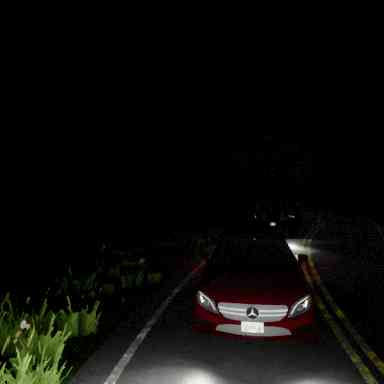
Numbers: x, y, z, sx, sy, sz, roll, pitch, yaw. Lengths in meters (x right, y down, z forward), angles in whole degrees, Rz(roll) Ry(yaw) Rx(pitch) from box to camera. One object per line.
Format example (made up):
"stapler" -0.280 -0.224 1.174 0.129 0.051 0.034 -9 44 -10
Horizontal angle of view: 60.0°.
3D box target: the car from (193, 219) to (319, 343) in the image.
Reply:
"car" 1.224 1.534 6.703 1.812 1.442 4.674 -1 0 11

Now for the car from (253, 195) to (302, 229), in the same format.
"car" 4.982 1.215 18.879 2.150 2.045 5.566 -2 -1 22
